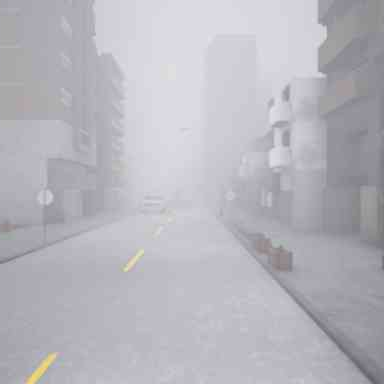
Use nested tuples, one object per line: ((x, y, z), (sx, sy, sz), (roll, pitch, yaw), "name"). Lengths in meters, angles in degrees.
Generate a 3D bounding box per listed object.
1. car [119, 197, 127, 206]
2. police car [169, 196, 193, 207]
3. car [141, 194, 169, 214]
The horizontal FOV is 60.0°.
((-13.131, 1.475, 55.317), (4.674, 1.442, 1.812), (0, 4, 0), "car")
((-1.906, 1.425, 50.352), (1.930, 1.638, 5.238), (0, 0, -37), "police car")
((-4.031, 1.219, 35.502), (2.150, 2.045, 5.566), (0, 0, 1), "car")
